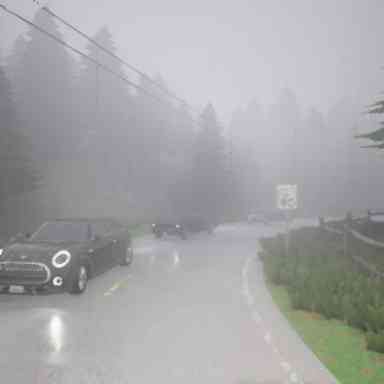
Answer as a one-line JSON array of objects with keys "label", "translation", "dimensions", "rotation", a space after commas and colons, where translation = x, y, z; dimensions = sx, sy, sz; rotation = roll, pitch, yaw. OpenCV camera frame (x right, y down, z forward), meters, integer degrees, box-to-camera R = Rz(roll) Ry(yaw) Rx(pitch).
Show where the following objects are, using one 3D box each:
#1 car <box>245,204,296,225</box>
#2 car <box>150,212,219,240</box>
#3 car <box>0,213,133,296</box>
[{"label": "car", "translation": [6.264, 1.732, 26.384], "dimensions": [4.902, 1.511, 2.128], "rotation": [0, -1, -38]}, {"label": "car", "translation": [-0.285, 1.793, 18.634], "dimensions": [1.895, 1.301, 4.718], "rotation": [-1, -1, 30]}, {"label": "car", "translation": [-3.283, 1.463, 9.170], "dimensions": [2.097, 1.767, 4.553], "rotation": [0, -1, 10]}]
